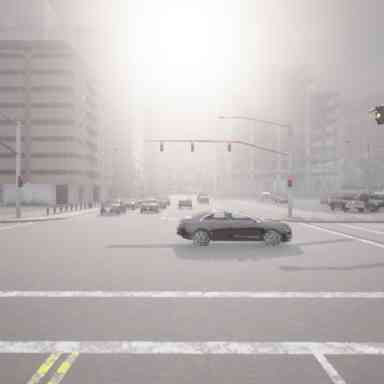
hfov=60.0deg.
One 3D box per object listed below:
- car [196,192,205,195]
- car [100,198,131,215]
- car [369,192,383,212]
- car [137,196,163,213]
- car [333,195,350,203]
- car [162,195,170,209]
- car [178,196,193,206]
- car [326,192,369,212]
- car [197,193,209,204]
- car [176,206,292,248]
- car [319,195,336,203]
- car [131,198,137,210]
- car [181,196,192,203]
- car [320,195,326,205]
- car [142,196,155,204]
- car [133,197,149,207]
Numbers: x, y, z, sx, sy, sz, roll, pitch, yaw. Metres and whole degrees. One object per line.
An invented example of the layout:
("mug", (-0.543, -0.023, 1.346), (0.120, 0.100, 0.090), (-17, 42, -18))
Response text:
("car", (2.219, 1.073, 74.446), (2.150, 2.045, 5.566), (0, 0, 0))
("car", (-8.053, 1.501, 34.221), (2.128, 1.511, 4.902), (0, 0, 0))
("car", (19.478, 1.167, 35.726), (1.905, 1.878, 3.866), (0, 0, 0))
("car", (-4.575, 1.516, 36.845), (1.837, 1.490, 4.892), (0, 0, 0))
("car", (30.696, 1.384, 68.346), (1.784, 1.438, 3.905), (0, 0, 0))
("car", (-4.647, 1.366, 45.988), (2.097, 1.767, 4.553), (0, 0, -1))
("car", (-0.966, 1.505, 47.673), (2.128, 1.511, 4.902), (0, 0, 0))
("car", (16.583, 1.164, 35.767), (1.932, 1.855, 4.605), (0, 0, 0))
("car", (2.299, 1.497, 64.641), (1.882, 1.535, 5.008), (0, 0, 0))
("car", (1.760, 1.496, 14.293), (4.902, 1.511, 2.128), (0, 0, -1))
("car", (27.801, 1.416, 68.333), (1.970, 1.475, 3.806), (0, 0, 0))
("car", (-8.120, 1.539, 43.370), (1.812, 1.442, 4.674), (0, 0, 0))
("car", (-1.132, 1.567, 68.559), (2.033, 1.411, 5.357), (0, 0, 0))
("car", (22.103, 1.411, 53.205), (1.970, 1.475, 3.806), (0, 0, 0))
("car", (-8.241, 1.496, 63.488), (1.882, 1.535, 5.008), (0, 0, 0))
("car", (-8.205, 1.580, 53.365), (1.994, 1.385, 4.181), (0, 0, -1))
